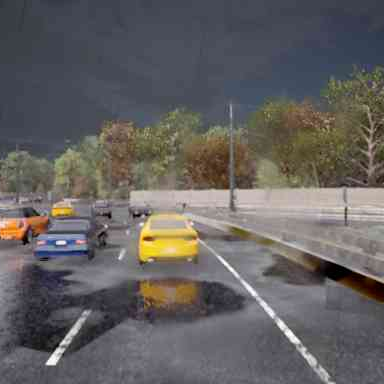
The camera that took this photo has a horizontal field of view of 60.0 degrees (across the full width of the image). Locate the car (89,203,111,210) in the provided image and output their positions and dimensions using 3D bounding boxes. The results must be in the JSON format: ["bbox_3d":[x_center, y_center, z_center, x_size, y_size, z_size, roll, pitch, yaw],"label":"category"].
[{"bbox_3d":[-9.101,1.791,33.011,2.128,1.511,4.902,0,-1,-18],"label":"car"}]

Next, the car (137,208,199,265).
[{"bbox_3d":[-0.910,1.585,12.279,1.882,1.535,5.008,0,0,-6],"label":"car"}]

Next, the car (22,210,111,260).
[{"bbox_3d":[-4.456,1.667,12.966,2.033,1.411,5.357,0,-1,-7],"label":"car"}]

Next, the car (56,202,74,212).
[{"bbox_3d":[-13.141,1.793,33.993,1.882,1.535,5.008,0,-1,-19],"label":"car"}]

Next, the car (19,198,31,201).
[{"bbox_3d":[-42.722,2.237,82.810,4.718,1.301,1.895,0,-1,38],"label":"car"}]

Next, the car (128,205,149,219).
[{"bbox_3d":[-5.059,1.884,31.991,1.895,1.301,4.718,0,-1,-17],"label":"car"}]

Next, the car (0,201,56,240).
[{"bbox_3d":[-8.611,1.510,16.563,2.097,1.767,4.553,0,0,-9],"label":"car"}]

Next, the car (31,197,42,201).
[{"bbox_3d":[-40.450,2.159,85.474,4.892,1.490,1.837,0,-1,38],"label":"car"}]

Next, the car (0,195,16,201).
[{"bbox_3d":[-44.972,1.850,80.131,5.566,2.045,2.150,0,-1,38],"label":"car"}]
